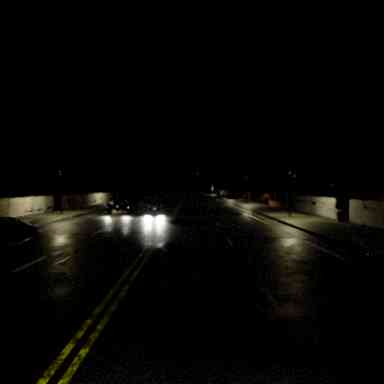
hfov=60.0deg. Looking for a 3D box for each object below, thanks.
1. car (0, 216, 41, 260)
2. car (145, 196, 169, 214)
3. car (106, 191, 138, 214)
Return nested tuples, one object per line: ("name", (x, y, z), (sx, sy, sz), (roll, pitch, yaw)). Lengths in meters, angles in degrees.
("car", (-6.578, 1.475, 10.577), (1.994, 1.385, 4.181), (0, 1, 0))
("car", (-3.257, 1.178, 31.476), (2.128, 1.511, 4.902), (0, 1, 0))
("car", (-6.504, 0.888, 31.719), (2.150, 2.045, 5.566), (0, 1, 0))
